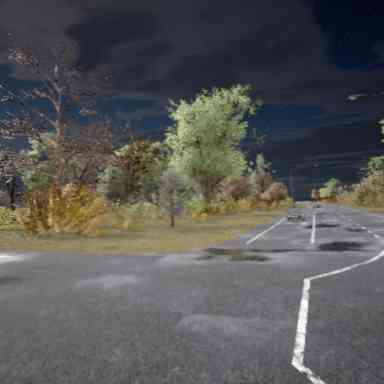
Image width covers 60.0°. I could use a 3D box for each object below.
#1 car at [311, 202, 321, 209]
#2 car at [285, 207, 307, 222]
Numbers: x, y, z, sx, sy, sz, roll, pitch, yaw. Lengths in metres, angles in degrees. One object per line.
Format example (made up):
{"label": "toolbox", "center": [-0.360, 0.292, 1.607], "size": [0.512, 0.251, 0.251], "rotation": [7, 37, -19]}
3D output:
{"label": "car", "center": [29.681, 3.272, 79.635], "size": [1.837, 1.490, 4.892], "rotation": [-4, -3, 26]}
{"label": "car", "center": [11.494, 2.471, 36.647], "size": [1.837, 1.490, 4.892], "rotation": [-4, -3, 20]}
